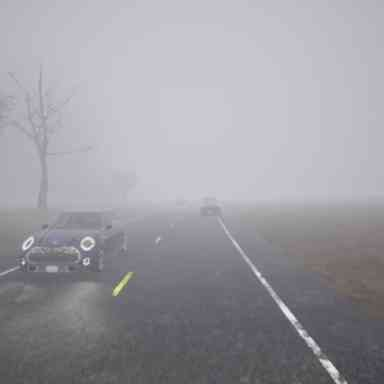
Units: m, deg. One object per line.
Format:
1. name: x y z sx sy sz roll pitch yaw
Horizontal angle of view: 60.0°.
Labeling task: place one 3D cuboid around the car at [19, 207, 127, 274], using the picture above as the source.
1. car: -3.502 1.350 10.636 2.097 1.767 4.553 0 0 1

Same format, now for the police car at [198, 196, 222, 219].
1. police car: 1.567 1.419 28.770 1.930 1.638 5.238 0 0 2

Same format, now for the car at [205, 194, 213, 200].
1. car: 4.393 1.321 85.302 1.812 1.442 4.674 0 0 6

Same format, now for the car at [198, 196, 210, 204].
1. car: 2.410 1.521 63.084 2.033 1.411 5.357 0 0 5

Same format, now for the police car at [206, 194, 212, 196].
1. police car: 1.979 1.415 38.728 1.930 1.638 5.238 0 0 3

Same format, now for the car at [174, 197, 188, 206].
1. car: -1.756 1.544 54.089 1.994 1.385 4.181 0 0 4

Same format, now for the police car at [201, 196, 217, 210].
1. police car: 2.282 1.412 44.701 1.930 1.638 5.238 0 0 3
